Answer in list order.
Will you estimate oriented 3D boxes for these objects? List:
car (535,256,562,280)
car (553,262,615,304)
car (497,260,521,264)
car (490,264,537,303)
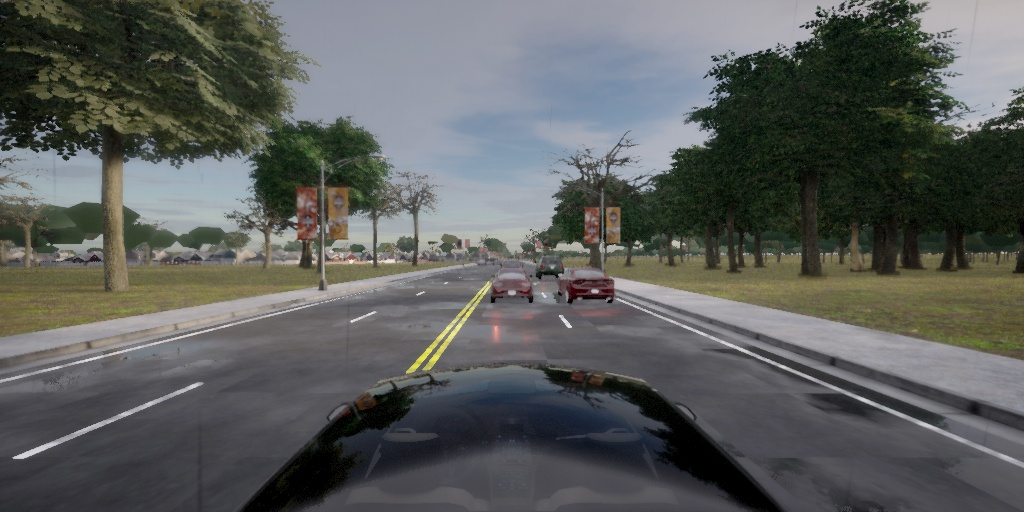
[{"bbox_3d":[3.250,1.023,31.532,2.150,2.045,5.566,0,0,0],"label":"car"},{"bbox_3d":[3.250,1.238,16.501,1.882,1.535,5.008,0,0,0],"label":"car"},{"bbox_3d":[0.000,1.130,31.472,2.097,1.767,4.553,0,0,0],"label":"car"},{"bbox_3d":[0.000,1.286,16.501,1.812,1.442,4.674,0,0,0],"label":"car"}]
